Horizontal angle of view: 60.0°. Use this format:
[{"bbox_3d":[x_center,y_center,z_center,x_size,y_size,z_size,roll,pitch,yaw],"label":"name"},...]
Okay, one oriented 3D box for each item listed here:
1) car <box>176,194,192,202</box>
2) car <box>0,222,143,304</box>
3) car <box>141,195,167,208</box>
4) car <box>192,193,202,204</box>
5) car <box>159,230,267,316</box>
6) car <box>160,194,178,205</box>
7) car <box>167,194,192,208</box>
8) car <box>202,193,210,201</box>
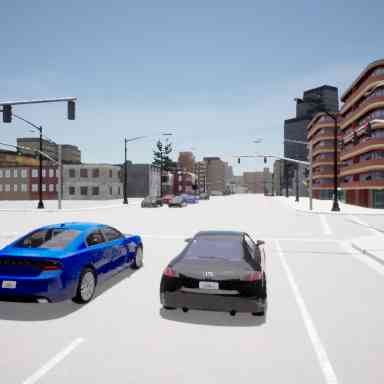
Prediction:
[{"bbox_3d":[-1.508,1.090,66.993,2.033,1.411,5.357,0,1,11],"label":"car"},{"bbox_3d":[-2.747,1.478,8.289,1.882,1.535,5.008,0,0,11],"label":"car"},{"bbox_3d":[-5.555,1.230,46.515,2.097,1.767,4.553,0,1,11],"label":"car"},{"bbox_3d":[-0.084,1.249,56.297,1.812,1.442,4.674,0,1,11],"label":"car"},{"bbox_3d":[0.690,1.564,7.643,1.994,1.385,4.181,0,0,12],"label":"car"},{"bbox_3d":[-3.793,1.226,55.481,1.882,1.535,5.008,0,1,11],"label":"car"},{"bbox_3d":[-1.919,1.409,46.892,2.033,1.411,5.357,0,1,11],"label":"car"},{"bbox_3d":[2.515,0.997,69.233,1.837,1.490,4.892,0,1,11],"label":"car"}]
